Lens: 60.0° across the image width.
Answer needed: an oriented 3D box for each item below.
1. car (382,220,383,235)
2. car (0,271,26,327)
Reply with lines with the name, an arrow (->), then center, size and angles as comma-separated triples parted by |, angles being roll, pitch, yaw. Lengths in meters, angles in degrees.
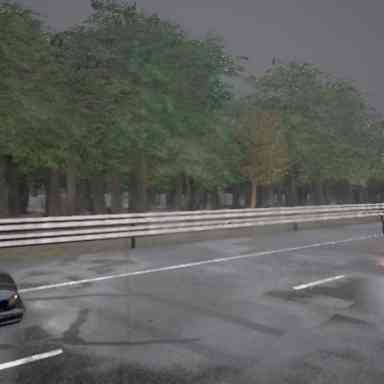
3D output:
car -> 10.913, 1.498, 15.822 | 4.892, 1.490, 1.837 | 0, 0, -35
car -> -5.224, 1.547, 4.318 | 5.357, 1.411, 2.033 | 0, 0, -35
